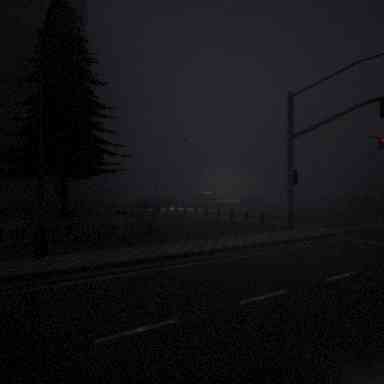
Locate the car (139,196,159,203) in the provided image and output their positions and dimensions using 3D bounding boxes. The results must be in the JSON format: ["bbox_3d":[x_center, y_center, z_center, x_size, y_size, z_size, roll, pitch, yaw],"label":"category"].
[{"bbox_3d":[-8.790,1.489,67.231,1.837,1.490,4.892,0,0,-36],"label":"car"}]

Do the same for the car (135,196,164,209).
[{"bbox_3d":[-6.152,1.551,45.391,1.994,1.385,4.181,0,0,-36],"label":"car"}]

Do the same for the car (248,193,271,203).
[{"bbox_3d":[15.622,1.361,77.003,1.970,1.475,3.806,0,0,-36],"label":"car"}]

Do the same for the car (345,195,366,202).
[{"bbox_3d":[35.792,1.321,72.858,1.784,1.438,3.905,0,0,-36],"label":"car"}]

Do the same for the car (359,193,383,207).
[{"bbox_3d":[25.222,1.126,43.923,1.932,1.855,4.605,0,0,-36],"label":"car"}]

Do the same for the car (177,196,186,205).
[{"bbox_3d":[-2.884,1.507,59.083,1.812,1.442,4.674,0,0,-35],"label":"car"}]

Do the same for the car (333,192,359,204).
[{"bbox_3d":[33.395,1.113,71.230,1.932,1.855,4.605,0,0,-36],"label":"car"}]

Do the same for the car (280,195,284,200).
[{"bbox_3d":[20.137,1.116,80.279,1.932,1.855,4.605,0,0,-36],"label":"car"}]

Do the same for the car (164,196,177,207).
[{"bbox_3d":[-4.617,1.586,49.262,1.895,1.301,4.718,0,0,-35],"label":"car"}]

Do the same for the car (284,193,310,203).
[{"bbox_3d":[19.683,1.365,61.356,1.970,1.475,3.806,0,0,-36],"label":"car"}]

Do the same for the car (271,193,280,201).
[{"bbox_3d":[17.981,1.328,78.682,1.784,1.438,3.905,0,0,-36],"label":"car"}]
